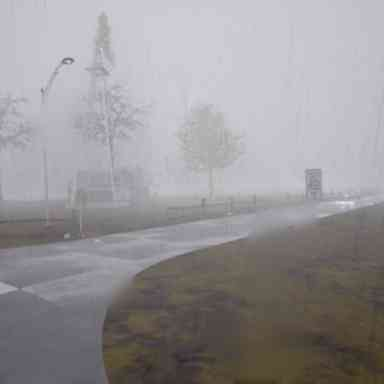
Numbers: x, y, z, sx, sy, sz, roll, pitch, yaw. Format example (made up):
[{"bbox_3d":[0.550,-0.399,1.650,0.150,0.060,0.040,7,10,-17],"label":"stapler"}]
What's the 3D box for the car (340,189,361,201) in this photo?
[{"bbox_3d":[21.671,0.377,45.392,2.128,1.511,4.902,-2,0,39],"label":"car"}]
